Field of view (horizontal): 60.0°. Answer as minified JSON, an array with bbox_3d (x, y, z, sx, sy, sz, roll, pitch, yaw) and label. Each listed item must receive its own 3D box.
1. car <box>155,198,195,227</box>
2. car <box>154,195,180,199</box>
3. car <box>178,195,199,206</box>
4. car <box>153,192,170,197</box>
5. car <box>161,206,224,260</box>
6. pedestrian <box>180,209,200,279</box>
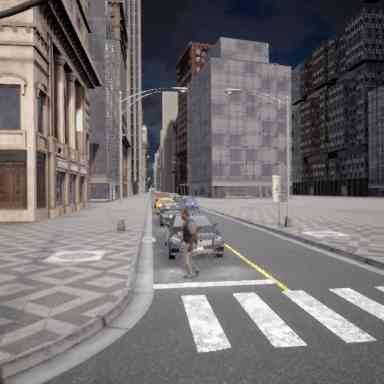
[{"bbox_3d":[-1.309,1.418,22.594,2.128,1.511,4.902,0,0,-7],"label":"car"},{"bbox_3d":[-2.557,1.367,32.839,1.882,1.535,5.008,0,0,-7],"label":"car"},{"bbox_3d":[-0.273,1.384,40.459,2.033,1.411,5.357,0,0,-7],"label":"car"},{"bbox_3d":[-3.777,1.070,43.159,2.150,2.045,5.566,0,0,-7],"label":"car"},{"bbox_3d":[-0.064,1.488,12.581,1.812,1.442,4.674,0,0,-7],"label":"car"},{"bbox_3d":[-0.071,1.275,8.442,0.375,1.860,0.375,0,0,-7],"label":"pedestrian"}]
